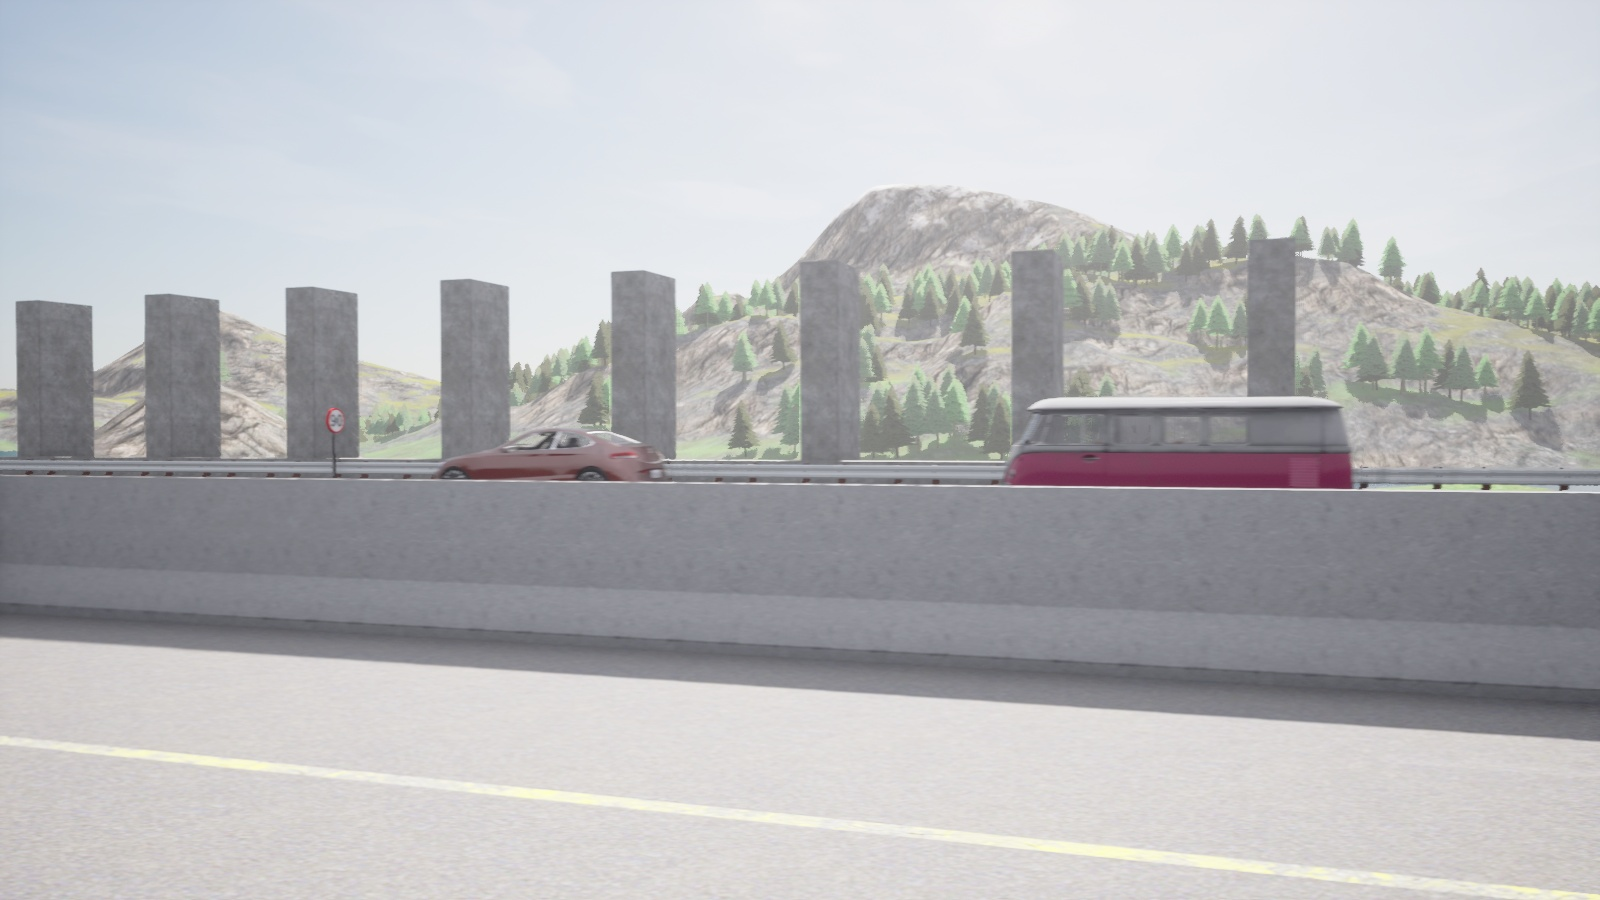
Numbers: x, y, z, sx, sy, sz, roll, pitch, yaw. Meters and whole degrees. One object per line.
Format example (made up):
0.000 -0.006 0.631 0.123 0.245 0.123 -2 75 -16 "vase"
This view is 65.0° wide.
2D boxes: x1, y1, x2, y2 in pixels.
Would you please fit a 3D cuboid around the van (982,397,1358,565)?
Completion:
4.753 0.336 16.359 4.442 1.987 1.775 1 1 19 "van"

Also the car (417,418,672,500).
-5.519 0.147 27.256 5.027 1.651 2.152 0 1 19 "car"
